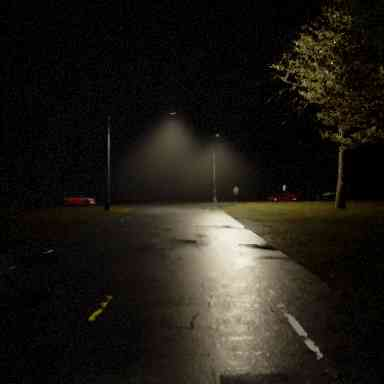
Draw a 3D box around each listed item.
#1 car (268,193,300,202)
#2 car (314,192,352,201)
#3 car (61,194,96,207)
[{"bbox_3d":[14.952,0.902,54.347,5.008,1.535,1.882,-2,-2,-1],"label":"car"},{"bbox_3d":[20.099,0.681,47.448,4.718,1.301,1.895,-1,-2,-1],"label":"car"},{"bbox_3d":[-15.975,1.126,46.993,4.553,1.767,2.097,-1,-2,0],"label":"car"}]
